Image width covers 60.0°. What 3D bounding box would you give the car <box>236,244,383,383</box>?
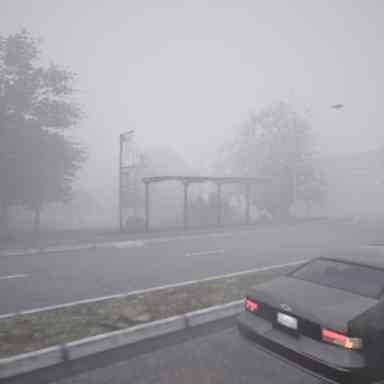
[{"bbox_3d":[3.169,1.595,5.393,5.357,1.411,2.033,1,0,-35],"label":"car"}]
